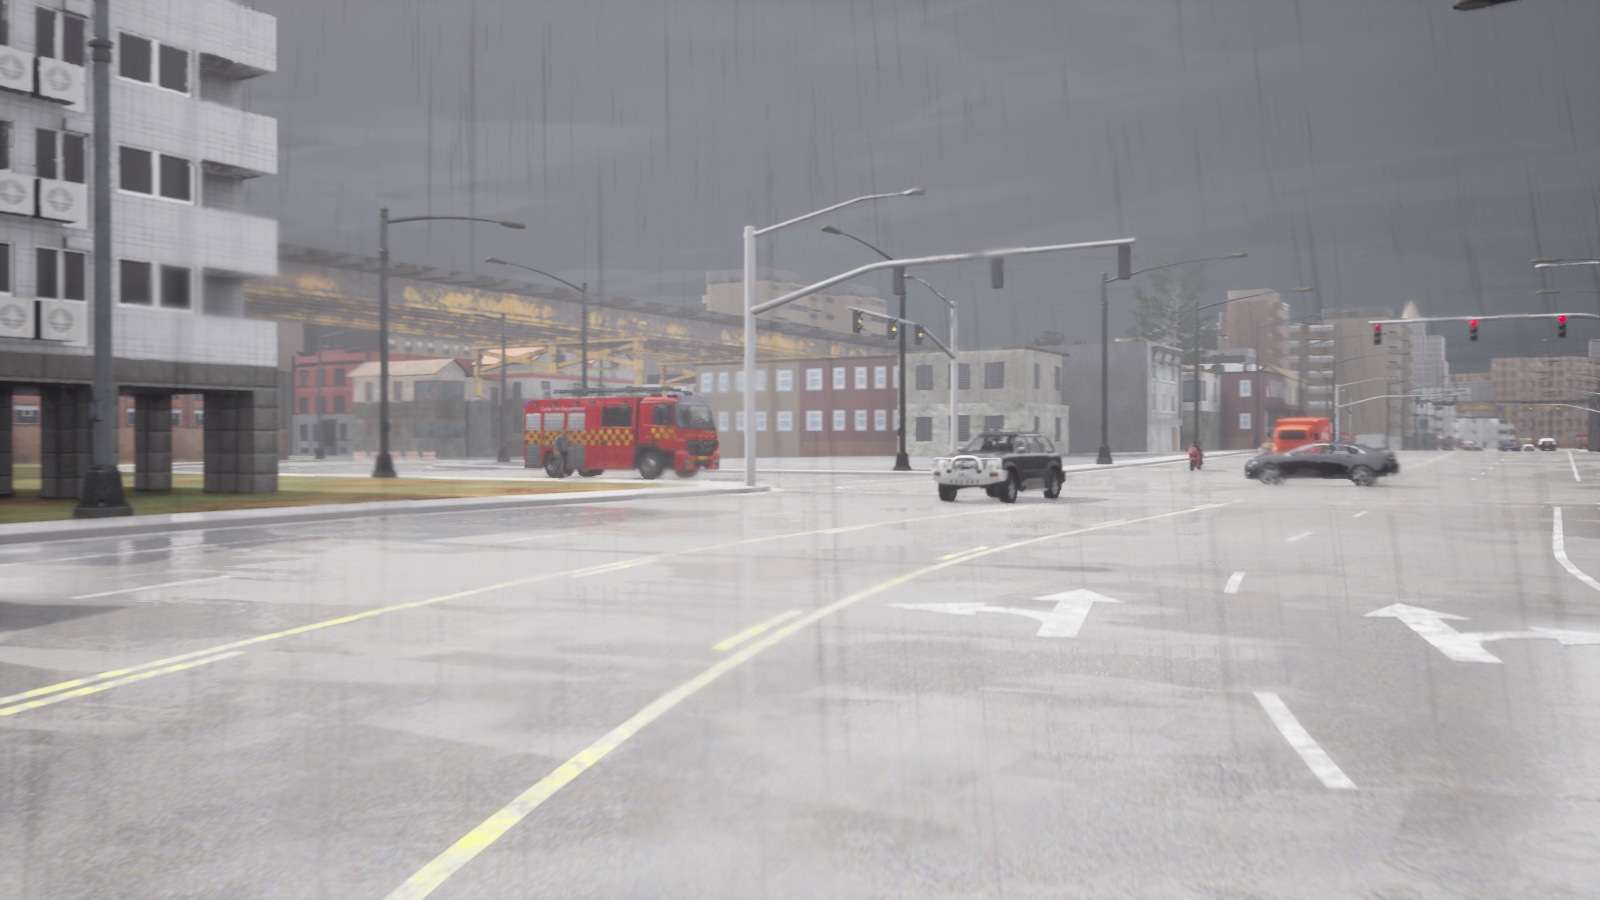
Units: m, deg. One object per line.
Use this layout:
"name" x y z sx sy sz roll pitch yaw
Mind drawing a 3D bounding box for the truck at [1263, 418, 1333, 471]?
"truck" 26.235 -0.334 66.056 2.627 2.467 5.204 0 4 31

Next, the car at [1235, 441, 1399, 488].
"car" 17.498 0.462 42.554 4.902 1.511 2.128 0 0 30

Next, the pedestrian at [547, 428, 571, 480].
"pedestrian" -8.581 0.130 44.748 0.540 1.848 0.694 0 0 -42

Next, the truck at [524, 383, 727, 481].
"truck" -7.416 -0.730 52.821 8.468 3.827 2.891 0 0 30

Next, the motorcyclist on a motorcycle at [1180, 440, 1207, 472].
"motorcyclist on a motorcycle" 19.142 0.295 61.055 0.797 1.523 2.044 0 1 31

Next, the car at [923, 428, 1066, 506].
"car" 5.074 0.389 32.190 1.932 1.855 4.605 0 0 33
